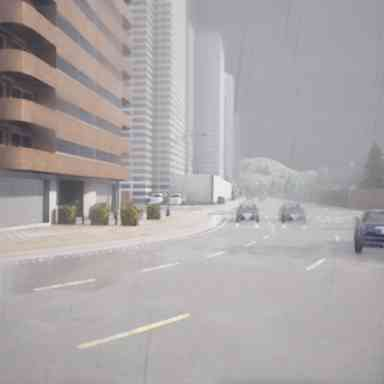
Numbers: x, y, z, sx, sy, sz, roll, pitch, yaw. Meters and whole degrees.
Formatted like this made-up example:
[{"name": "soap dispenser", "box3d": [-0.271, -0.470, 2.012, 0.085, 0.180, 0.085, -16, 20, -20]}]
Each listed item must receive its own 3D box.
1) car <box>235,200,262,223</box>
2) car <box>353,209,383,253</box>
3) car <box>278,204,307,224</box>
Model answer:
[{"name": "car", "box3d": [4.664, 1.702, 27.739, 2.128, 1.511, 4.902, 0, 0, 10]}, {"name": "car", "box3d": [8.029, 1.494, 14.051, 2.097, 1.767, 4.553, 0, -1, 26]}, {"name": "car", "box3d": [8.111, 1.722, 27.135, 2.128, 1.511, 4.902, 0, 0, 11]}]
